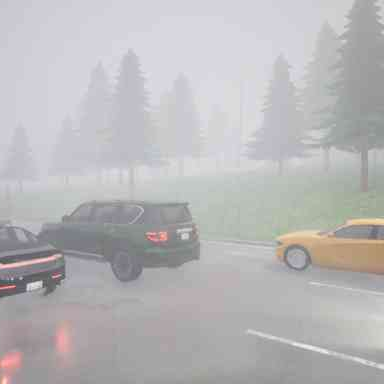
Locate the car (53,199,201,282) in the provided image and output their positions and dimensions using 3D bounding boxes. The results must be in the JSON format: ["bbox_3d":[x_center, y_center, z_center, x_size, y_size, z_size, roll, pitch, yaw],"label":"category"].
[{"bbox_3d":[-2.357,1.221,9.990,5.566,2.045,2.150,0,0,35],"label":"car"}]

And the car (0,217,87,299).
[{"bbox_3d":[-4.830,1.491,7.455,4.902,1.511,2.128,0,0,36],"label":"car"}]

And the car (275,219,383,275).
[{"bbox_3d":[4.802,1.478,9.165,5.008,1.535,1.882,0,0,36],"label":"car"}]

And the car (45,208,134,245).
[{"bbox_3d":[-5.062,1.564,16.235,4.181,1.385,1.994,0,0,35],"label":"car"}]
